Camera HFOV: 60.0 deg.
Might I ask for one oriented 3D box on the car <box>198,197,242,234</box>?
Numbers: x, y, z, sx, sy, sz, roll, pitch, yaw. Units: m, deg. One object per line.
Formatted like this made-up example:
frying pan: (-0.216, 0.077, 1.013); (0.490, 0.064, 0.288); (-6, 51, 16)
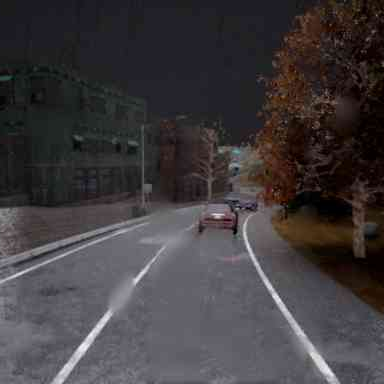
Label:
car: (1.656, 1.301, 19.321); (2.097, 1.767, 4.553); (1, 0, 9)

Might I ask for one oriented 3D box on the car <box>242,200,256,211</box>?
car: (6.504, 1.548, 39.318); (1.895, 1.301, 4.718); (2, 0, 19)

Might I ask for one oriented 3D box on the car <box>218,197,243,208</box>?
car: (5.416, 1.405, 46.318); (2.033, 1.411, 5.357); (2, 1, 22)
